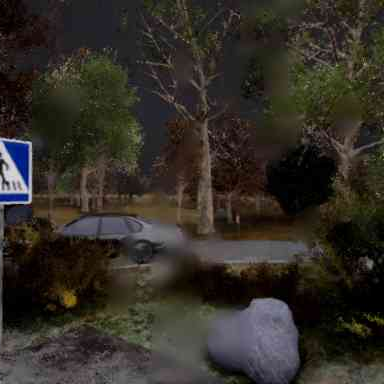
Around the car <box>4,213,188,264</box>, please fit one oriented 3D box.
[{"bbox_3d":[-2.821,1.355,10.173,5.357,1.411,2.033,-1,1,-5],"label":"car"}]
